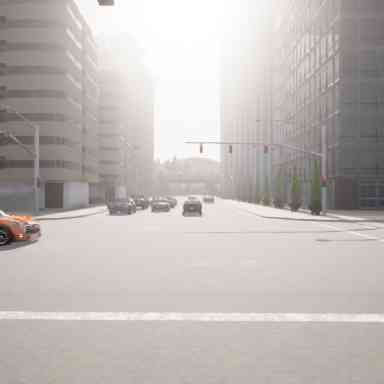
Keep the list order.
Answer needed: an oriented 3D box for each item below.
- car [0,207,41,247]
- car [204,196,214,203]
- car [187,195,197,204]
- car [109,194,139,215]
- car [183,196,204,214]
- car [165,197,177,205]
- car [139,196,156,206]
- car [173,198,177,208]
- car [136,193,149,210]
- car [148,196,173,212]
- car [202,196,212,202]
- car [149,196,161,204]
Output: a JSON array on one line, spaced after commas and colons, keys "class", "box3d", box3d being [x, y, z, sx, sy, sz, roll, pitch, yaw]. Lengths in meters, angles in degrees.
[{"class": "car", "box3d": [-9.070, 1.325, 14.482, 4.553, 1.767, 2.097, 0, 0, 1]}, {"class": "car", "box3d": [3.452, 1.505, 67.500, 1.837, 1.490, 4.892, 0, 0, 0]}, {"class": "car", "box3d": [-0.048, 1.478, 66.664, 1.882, 1.535, 5.008, 0, 0, 0]}, {"class": "car", "box3d": [-7.125, 1.352, 34.442, 2.097, 1.767, 4.553, 0, 0, 0]}, {"class": "car", "box3d": [0.041, 1.478, 35.427, 1.882, 1.535, 5.008, 0, 0, 1]}, {"class": "car", "box3d": [-3.621, 1.601, 57.913, 1.895, 1.301, 4.718, 0, 0, 0]}, {"class": "car", "box3d": [-7.129, 1.491, 53.990, 2.128, 1.511, 4.902, 0, 0, 0]}, {"class": "car", "box3d": [-3.631, 1.352, 48.144, 2.097, 1.767, 4.553, 0, 0, 0]}, {"class": "car", "box3d": [-7.129, 1.221, 44.031, 2.150, 2.045, 5.566, 0, 0, 0]}, {"class": "car", "box3d": [-3.628, 1.505, 38.940, 1.837, 1.490, 4.892, 0, 0, 0]}, {"class": "car", "box3d": [3.445, 1.528, 76.167, 1.994, 1.385, 4.181, 0, 0, 0]}, {"class": "car", "box3d": [-7.092, 1.505, 64.430, 1.837, 1.490, 4.892, 0, 0, 0]}]
